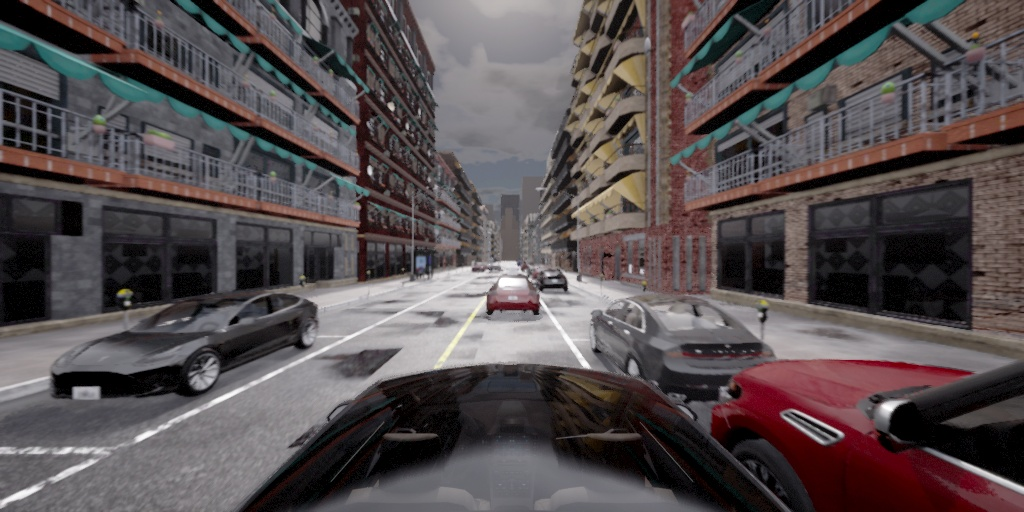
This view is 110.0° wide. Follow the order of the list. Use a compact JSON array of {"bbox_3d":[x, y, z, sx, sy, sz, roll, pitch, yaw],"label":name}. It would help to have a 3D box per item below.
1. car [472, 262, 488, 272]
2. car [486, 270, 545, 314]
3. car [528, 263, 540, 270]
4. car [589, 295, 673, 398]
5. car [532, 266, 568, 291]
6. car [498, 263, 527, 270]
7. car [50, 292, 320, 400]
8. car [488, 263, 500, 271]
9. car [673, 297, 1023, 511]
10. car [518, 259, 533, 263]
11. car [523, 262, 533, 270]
[{"bbox_3d":[-5.306,1.740,57.517,1.967,1.591,4.097,0,0,0],"label":"car"},{"bbox_3d":[0.050,1.437,14.396,1.994,1.385,4.181,0,0,0],"label":"car"},{"bbox_3d":[2.536,1.560,28.961,1.888,1.381,4.507,0,0,0],"label":"car"},{"bbox_3d":[2.532,1.344,6.305,2.007,1.370,4.403,0,0,0],"label":"car"},{"bbox_3d":[2.535,1.525,23.297,1.948,1.339,4.313,0,0,0],"label":"car"},{"bbox_3d":[0.056,1.550,29.945,1.812,1.442,4.674,0,0,0],"label":"car"},{"bbox_3d":[-5.315,1.364,6.659,1.948,1.339,4.313,0,0,0],"label":"car"},{"bbox_3d":[-2.789,1.866,59.373,2.033,1.411,5.357,0,-1,1],"label":"car"},{"bbox_3d":[2.531,1.054,0.641,2.192,1.841,5.009,0,0,0],"label":"car"},{"bbox_3d":[2.564,1.612,57.281,2.192,1.841,5.009,0,0,0],"label":"car"},{"bbox_3d":[2.539,1.678,40.289,2.007,1.370,4.403,0,0,0],"label":"car"}]
